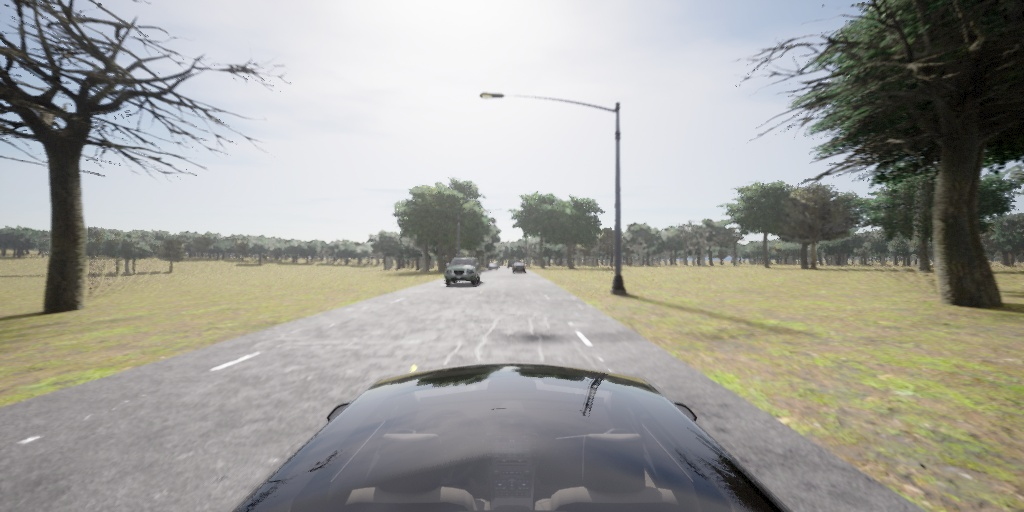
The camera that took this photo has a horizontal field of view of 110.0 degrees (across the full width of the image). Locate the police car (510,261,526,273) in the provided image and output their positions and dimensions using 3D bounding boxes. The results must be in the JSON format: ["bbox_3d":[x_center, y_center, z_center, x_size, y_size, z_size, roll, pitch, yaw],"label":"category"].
[{"bbox_3d":[1.019,1.637,52.052,1.930,1.638,5.238,0,-1,0],"label":"police car"}]

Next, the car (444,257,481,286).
[{"bbox_3d":[-3.603,1.103,27.079,2.150,2.045,5.566,0,0,0],"label":"car"}]
